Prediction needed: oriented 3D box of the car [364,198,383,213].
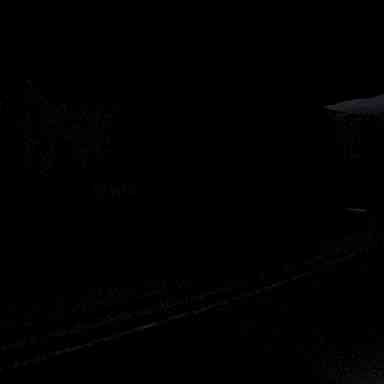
[{"bbox_3d":[19.996,1.370,34.763,2.128,1.511,4.902,0,0,-5],"label":"car"}]
